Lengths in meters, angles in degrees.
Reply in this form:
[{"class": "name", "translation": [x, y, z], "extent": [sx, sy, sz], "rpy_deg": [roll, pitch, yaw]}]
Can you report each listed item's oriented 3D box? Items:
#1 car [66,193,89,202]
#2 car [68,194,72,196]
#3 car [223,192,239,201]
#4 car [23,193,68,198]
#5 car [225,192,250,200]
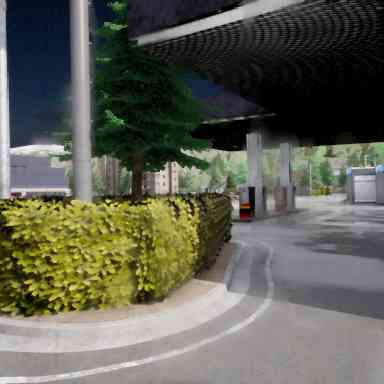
[{"class": "car", "translation": [-22.926, 1.103, 66.494], "extent": [4.605, 1.855, 1.932], "rpy_deg": [-1, 1, 35]}, {"class": "car", "translation": [-24.271, 1.124, 63.885], "extent": [3.866, 1.878, 1.905], "rpy_deg": [-1, 1, 35]}, {"class": "car", "translation": [7.405, 0.851, 63.928], "extent": [5.027, 1.636, 2.152], "rpy_deg": [-1, 1, 35]}, {"class": "car", "translation": [-14.795, 1.183, 33.599], "extent": [3.866, 1.878, 1.905], "rpy_deg": [-1, 1, 35]}, {"class": "car", "translation": [9.177, 0.812, 66.517], "extent": [4.514, 1.523, 2.007], "rpy_deg": [-1, 1, 35]}]
